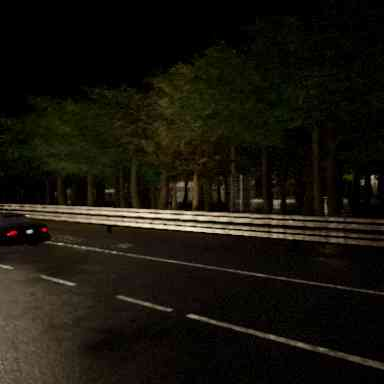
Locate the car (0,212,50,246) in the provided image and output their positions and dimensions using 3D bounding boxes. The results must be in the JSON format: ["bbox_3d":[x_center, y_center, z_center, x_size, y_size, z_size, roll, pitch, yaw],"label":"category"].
[{"bbox_3d":[-8.180,1.555,14.030,5.357,1.411,2.033,0,0,35],"label":"car"}]
